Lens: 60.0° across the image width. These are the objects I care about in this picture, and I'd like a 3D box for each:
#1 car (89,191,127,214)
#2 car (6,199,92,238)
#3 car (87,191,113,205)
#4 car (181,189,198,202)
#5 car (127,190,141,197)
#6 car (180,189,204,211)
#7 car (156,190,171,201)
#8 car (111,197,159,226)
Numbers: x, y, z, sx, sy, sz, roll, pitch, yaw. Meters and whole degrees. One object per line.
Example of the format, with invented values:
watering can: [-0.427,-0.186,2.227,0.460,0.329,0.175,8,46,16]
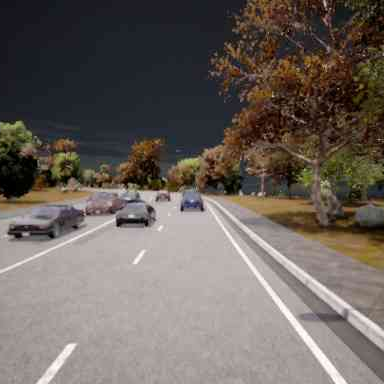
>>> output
car: [-6.997,0.831,26.925,2.097,1.767,4.553,0,2,0]
car: [-7.036,1.346,16.772,2.033,1.411,5.357,0,1,1]
car: [-10.557,0.659,38.470,1.994,1.385,4.181,0,2,-1]
car: [-0.406,0.373,44.890,1.882,1.535,5.008,0,2,-4]
car: [-7.061,0.585,38.577,2.128,1.511,4.902,0,2,-1]
car: [0.005,0.706,30.702,2.097,1.767,4.553,0,2,0]
car: [-3.836,0.425,44.398,1.812,1.442,4.674,0,2,-4]
car: [-3.397,1.250,20.682,1.994,1.385,4.181,0,2,0]
